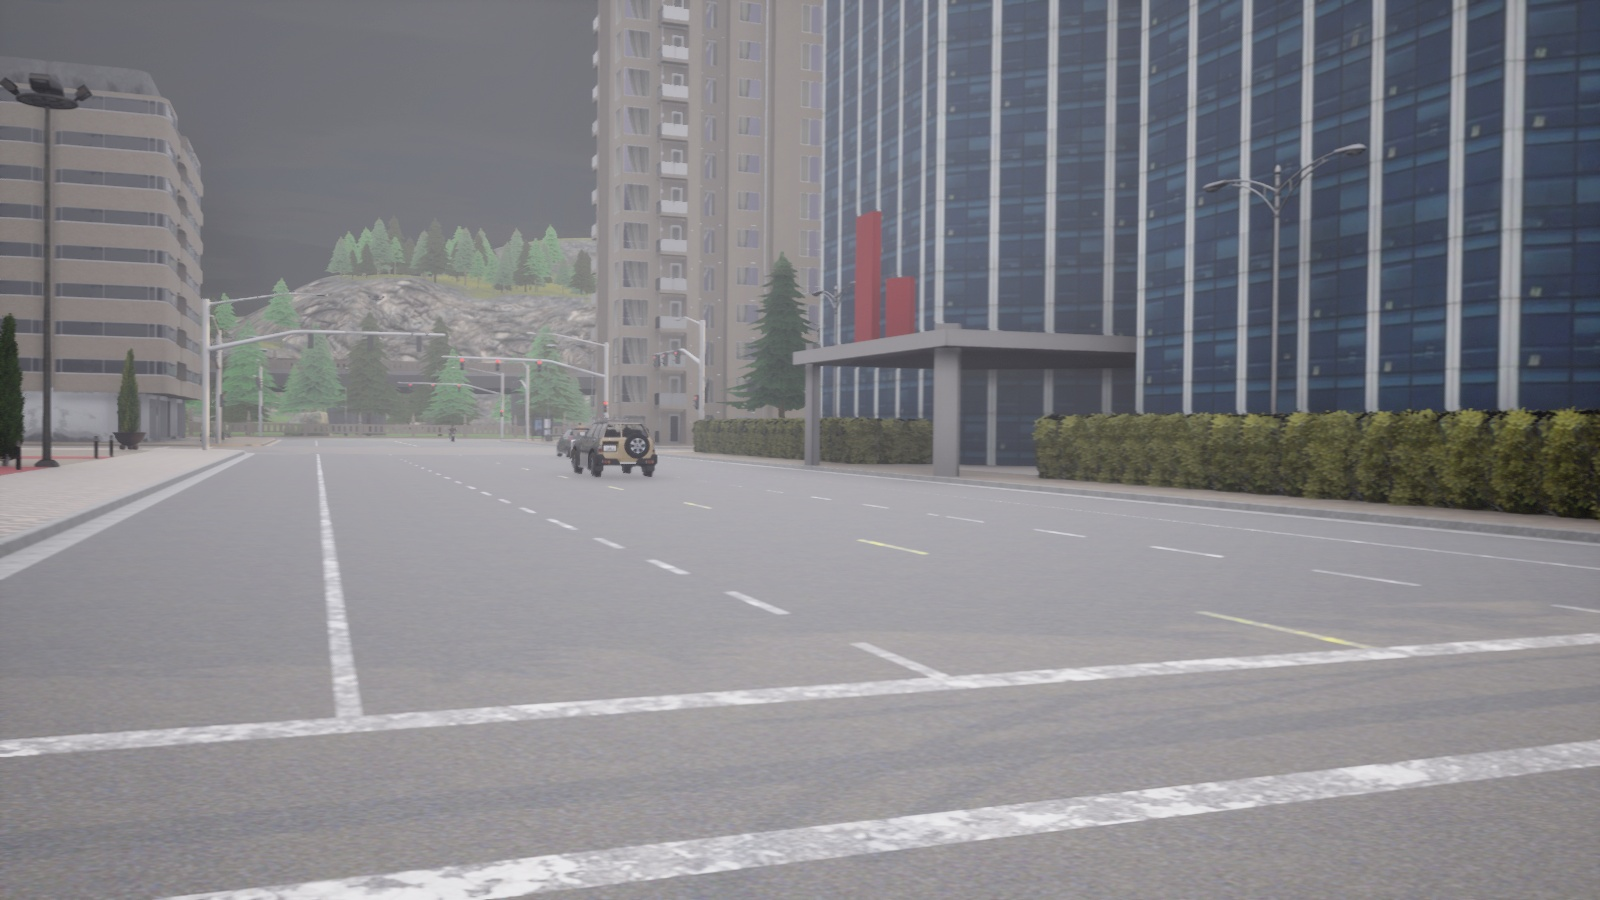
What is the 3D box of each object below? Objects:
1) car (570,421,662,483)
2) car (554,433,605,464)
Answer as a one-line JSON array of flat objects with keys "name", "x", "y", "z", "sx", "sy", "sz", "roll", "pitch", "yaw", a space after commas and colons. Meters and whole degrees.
[{"name": "car", "x": -5.984, "y": 0.022, "z": 40.402, "sx": 1.932, "sy": 1.855, "sz": 4.605, "roll": -1, "pitch": 1, "yaw": -21}, {"name": "car", "x": -11.176, "y": -0.101, "z": 63.508, "sx": 1.845, "sy": 1.501, "sz": 3.633, "roll": -1, "pitch": 1, "yaw": -21}]
